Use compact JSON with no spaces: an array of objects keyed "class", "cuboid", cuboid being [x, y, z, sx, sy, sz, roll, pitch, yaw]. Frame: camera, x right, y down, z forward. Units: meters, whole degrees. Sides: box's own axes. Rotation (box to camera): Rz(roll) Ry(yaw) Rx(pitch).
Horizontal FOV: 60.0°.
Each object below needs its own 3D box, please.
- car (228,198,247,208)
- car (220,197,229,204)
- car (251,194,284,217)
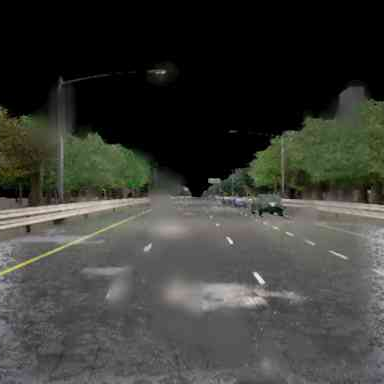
[{"class":"car","cuboid":[7.070,1.634,50.427,1.812,1.442,4.674,0,0,0]},{"class":"car","cuboid":[7.169,1.823,69.827,1.812,1.442,4.674,0,-1,0]},{"class":"car","cuboid":[7.014,1.236,31.473,2.150,2.045,5.566,0,0,0]}]
